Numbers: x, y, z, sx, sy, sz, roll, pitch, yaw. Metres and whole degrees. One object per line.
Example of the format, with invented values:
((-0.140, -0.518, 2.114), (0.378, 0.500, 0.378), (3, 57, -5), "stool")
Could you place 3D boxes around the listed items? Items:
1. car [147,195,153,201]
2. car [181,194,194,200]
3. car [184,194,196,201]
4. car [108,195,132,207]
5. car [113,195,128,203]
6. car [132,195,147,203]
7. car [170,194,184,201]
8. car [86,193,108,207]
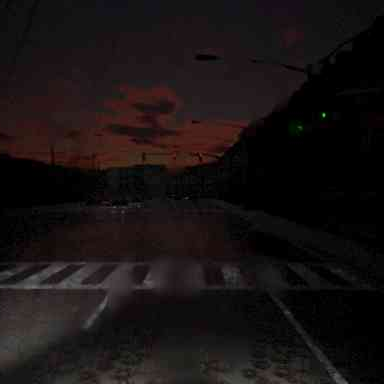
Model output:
((-10.520, 1.348, 79.602), (2.033, 1.411, 5.357), (0, 0, 0), "car")
((-1.290, 1.188, 88.545), (2.128, 1.511, 4.902), (0, 0, -17), "car")
((-0.035, 1.339, 78.464), (2.128, 1.511, 4.902), (0, 0, -3), "car")
((-10.579, 1.413, 49.199), (1.812, 1.442, 4.674), (0, 0, 0), "car")
((-14.010, 1.348, 65.553), (1.837, 1.490, 4.892), (0, 1, 0), "car")
((-10.515, 1.453, 64.341), (1.895, 1.301, 4.718), (0, 0, 0), "car")
((-3.524, 1.416, 77.527), (1.895, 1.301, 4.718), (0, 0, -3), "car")
((-14.066, 1.107, 49.952), (2.150, 2.045, 5.566), (0, 0, 1), "car")
